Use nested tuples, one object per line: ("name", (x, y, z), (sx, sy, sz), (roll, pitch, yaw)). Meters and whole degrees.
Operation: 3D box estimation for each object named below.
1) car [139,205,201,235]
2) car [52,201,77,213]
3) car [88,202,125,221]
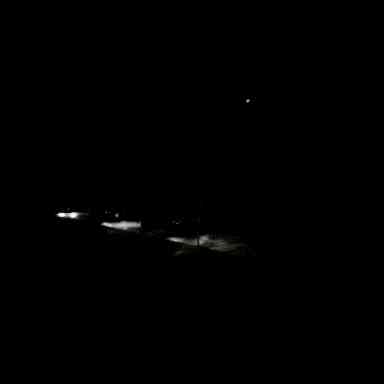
("car", (-1.447, 1.567, 19.992), (1.882, 1.535, 5.008), (-1, 0, -35))
("car", (-15.201, 1.755, 39.601), (1.994, 1.385, 4.181), (-1, 0, -35))
("car", (-7.404, 1.624, 28.539), (2.128, 1.511, 4.902), (-1, 0, -35))
